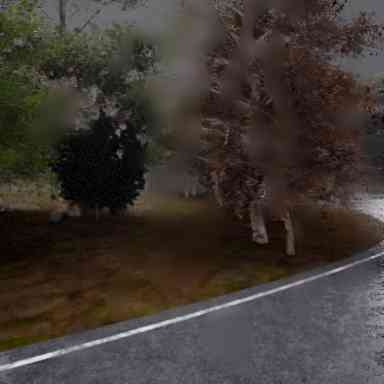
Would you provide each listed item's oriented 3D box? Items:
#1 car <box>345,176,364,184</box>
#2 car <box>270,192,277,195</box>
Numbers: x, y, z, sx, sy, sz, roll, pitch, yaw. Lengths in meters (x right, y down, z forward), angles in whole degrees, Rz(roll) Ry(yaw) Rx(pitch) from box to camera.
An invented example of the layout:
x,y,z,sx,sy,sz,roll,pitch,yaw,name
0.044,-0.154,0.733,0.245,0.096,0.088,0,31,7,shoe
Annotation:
x,y,z,sx,sy,sz,roll,pitch,yaw,name
33.042,-2.426,68.635,4.902,1.511,2.128,-3,2,-1,car
11.972,0.048,45.519,1.895,1.301,4.718,-4,3,-3,car
